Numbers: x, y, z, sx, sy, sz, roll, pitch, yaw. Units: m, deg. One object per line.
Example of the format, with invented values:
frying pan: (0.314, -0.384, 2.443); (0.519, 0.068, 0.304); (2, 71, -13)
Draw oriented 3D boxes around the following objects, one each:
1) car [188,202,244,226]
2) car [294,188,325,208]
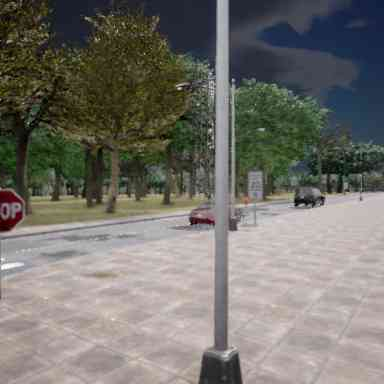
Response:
car: (1.594, 1.285, 20.685); (1.994, 1.385, 4.181); (0, 1, 35)
car: (13.027, 0.591, 36.737); (2.150, 2.045, 5.566); (0, 1, 35)
